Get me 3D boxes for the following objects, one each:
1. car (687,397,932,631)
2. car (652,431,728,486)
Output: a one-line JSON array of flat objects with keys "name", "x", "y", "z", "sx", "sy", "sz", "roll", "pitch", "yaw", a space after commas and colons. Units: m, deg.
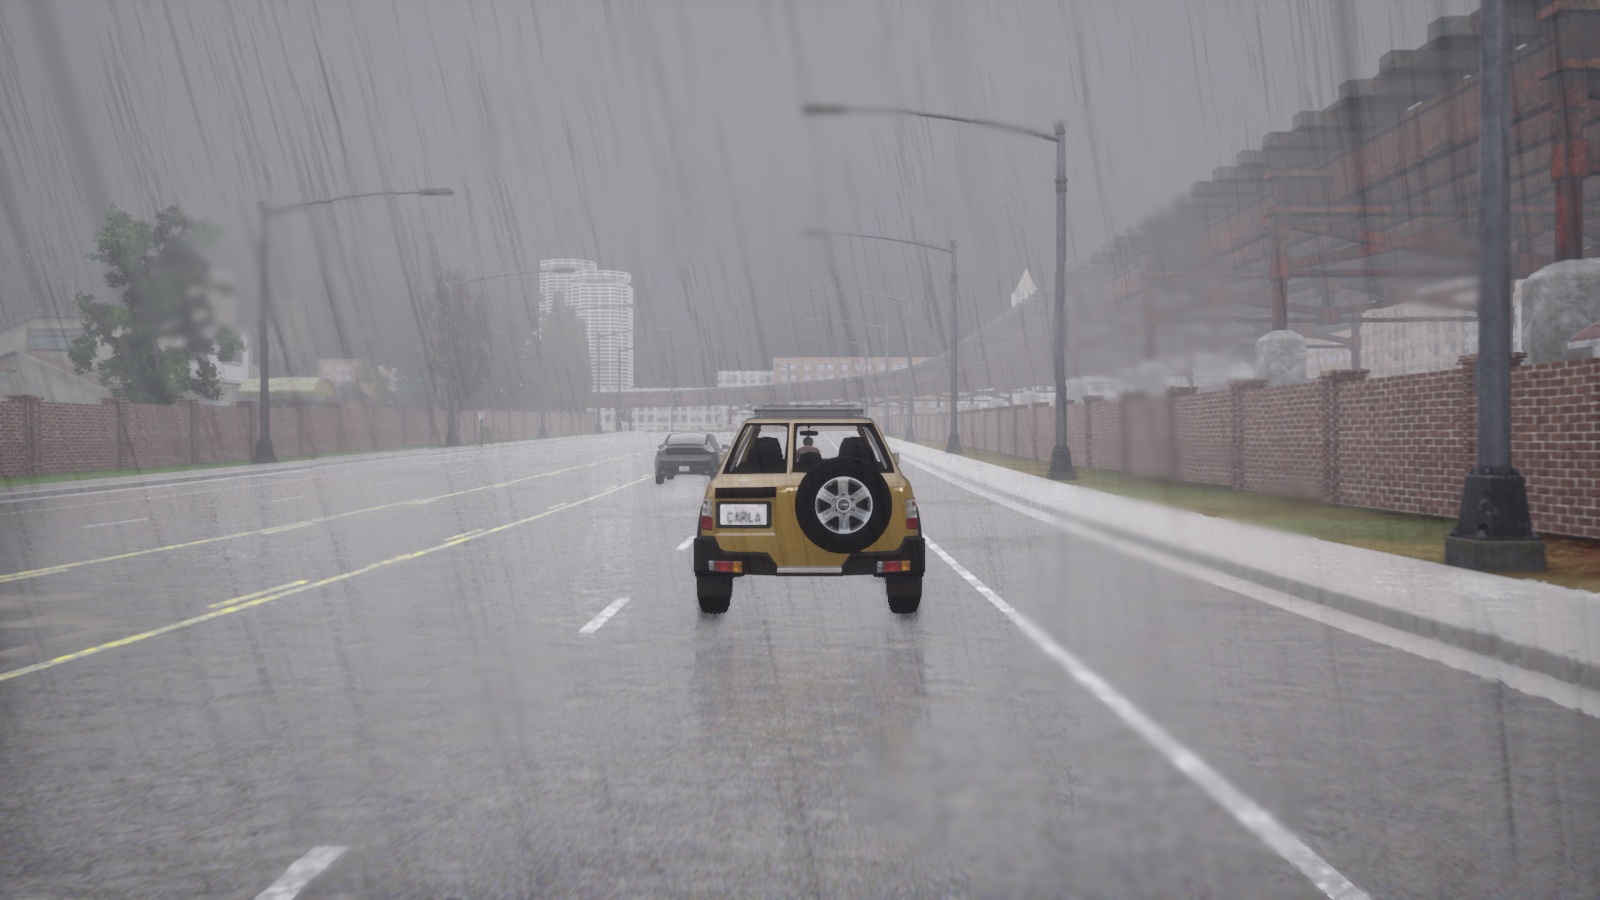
[{"name": "car", "x": 0.087, "y": 0.486, "z": 12.231, "sx": 1.932, "sy": 1.855, "sz": 4.605, "roll": 0, "pitch": 1, "yaw": 0}, {"name": "car", "x": -3.263, "y": 0.205, "z": 37.969, "sx": 1.837, "sy": 1.490, "sz": 4.892, "roll": 0, "pitch": 2, "yaw": 0}]
